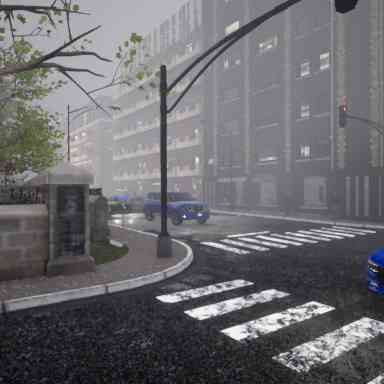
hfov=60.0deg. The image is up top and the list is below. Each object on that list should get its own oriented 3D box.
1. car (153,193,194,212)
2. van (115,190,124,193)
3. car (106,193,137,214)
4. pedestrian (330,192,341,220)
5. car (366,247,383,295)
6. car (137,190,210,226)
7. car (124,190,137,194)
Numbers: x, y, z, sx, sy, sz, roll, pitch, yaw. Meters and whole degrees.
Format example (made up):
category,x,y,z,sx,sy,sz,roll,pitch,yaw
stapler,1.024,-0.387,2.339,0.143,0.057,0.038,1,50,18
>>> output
category,x,y,z,sx,sy,sz,roll,pitch,yaw
car,-1.858,0.950,32.353,1.967,1.590,4.097,1,1,-36
van,-8.386,0.655,41.261,1.690,1.788,3.998,1,1,-36
car,-6.840,1.098,29.334,1.994,1.385,4.181,0,1,-36
pedestrian,9.418,0.902,21.923,0.375,1.860,0.375,1,-1,-36
car,5.941,1.476,7.623,5.008,1.535,1.882,0,0,-36
car,-1.179,0.926,21.607,2.150,2.045,5.566,0,1,-36
car,-5.120,0.727,36.806,2.192,1.841,5.009,1,1,-36
